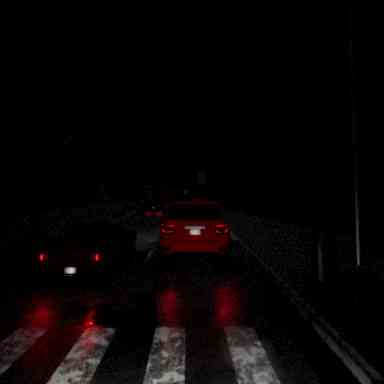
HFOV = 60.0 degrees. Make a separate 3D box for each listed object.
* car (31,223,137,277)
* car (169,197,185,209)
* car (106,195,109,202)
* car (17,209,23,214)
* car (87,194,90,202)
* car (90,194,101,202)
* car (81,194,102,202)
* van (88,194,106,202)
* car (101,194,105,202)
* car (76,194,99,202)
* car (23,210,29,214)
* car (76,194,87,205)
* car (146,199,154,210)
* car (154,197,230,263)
[{"bbox_3d":[-2.911,1.581,10.152,1.895,1.301,4.718,0,0,0],"label":"car"},{"bbox_3d":[-2.178,1.483,45.749,1.882,1.535,5.008,1,0,-6],"label":"car"},{"bbox_3d":[-25.506,1.512,87.269,5.566,2.045,2.435,0,-2,-29],"label":"car"},{"bbox_3d":[-17.542,1.352,28.495,4.892,1.521,2.231,0,0,-24],"label":"car"},{"bbox_3d":[-21.029,1.354,57.836,5.008,1.535,2.097,0,0,-28],"label":"car"},{"bbox_3d":[-23.268,1.484,72.539,5.008,1.535,2.097,0,-1,-29],"label":"car"},{"bbox_3d":[-24.655,1.508,81.351,4.553,1.767,2.185,0,-1,-29],"label":"car"},{"bbox_3d":[-25.879,1.611,90.249,4.442,1.987,1.878,0,-2,-29],"label":"van"},{"bbox_3d":[-24.016,1.575,78.516,5.366,1.575,1.946,0,-1,-29],"label":"car"},{"bbox_3d":[-23.756,1.402,75.468,4.553,1.767,2.185,0,-1,-29],"label":"car"},{"bbox_3d":[-17.781,1.386,31.444,4.674,1.452,2.002,0,0,-24],"label":"car"},{"bbox_3d":[-20.585,1.346,54.908,5.008,1.535,2.097,0,0,-28],"label":"car"},{"bbox_3d":[-4.669,1.567,40.892,1.895,1.301,4.718,1,0,-5],"label":"car"},{"bbox_3d":[0.059,1.210,12.081,2.150,2.045,5.566,0,0,-1],"label":"car"}]
